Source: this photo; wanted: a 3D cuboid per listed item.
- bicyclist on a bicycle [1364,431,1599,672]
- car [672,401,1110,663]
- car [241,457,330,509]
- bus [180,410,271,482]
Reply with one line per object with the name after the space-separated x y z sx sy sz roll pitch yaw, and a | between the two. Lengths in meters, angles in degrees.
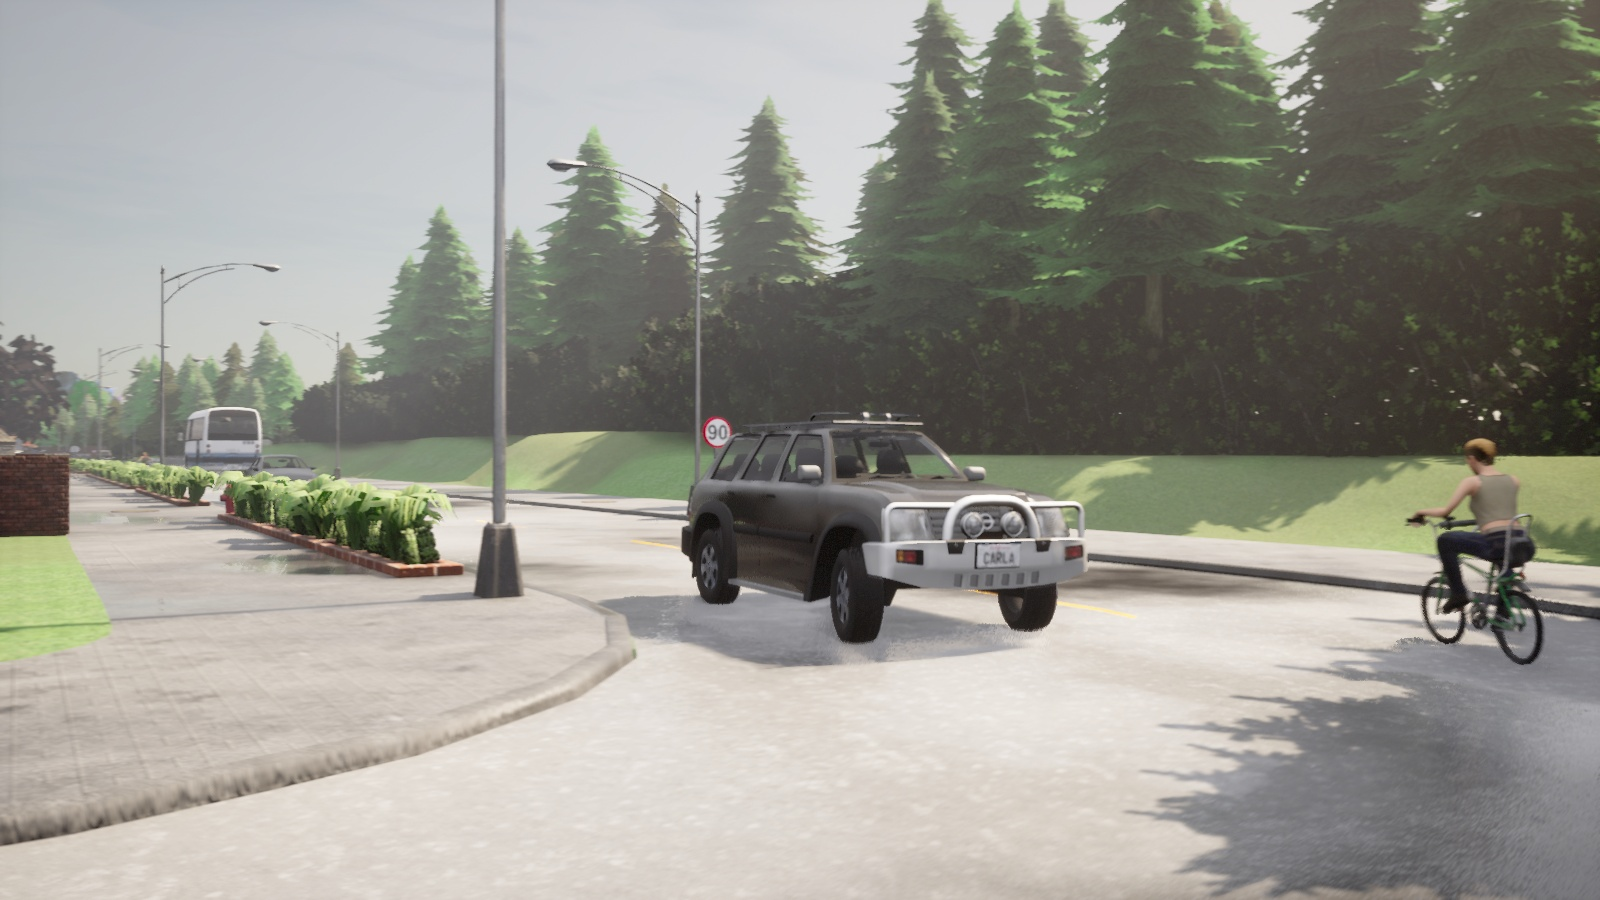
5.030 0.697 9.361 0.866 1.612 1.509 -2 0 -3 | bicyclist on a bicycle
0.540 0.600 11.405 1.932 1.855 4.605 1 -1 -25 | car
-15.636 0.946 38.034 1.816 1.474 4.193 0 0 -32 | car
-36.338 -0.227 79.163 3.944 4.253 10.273 0 0 -32 | bus
